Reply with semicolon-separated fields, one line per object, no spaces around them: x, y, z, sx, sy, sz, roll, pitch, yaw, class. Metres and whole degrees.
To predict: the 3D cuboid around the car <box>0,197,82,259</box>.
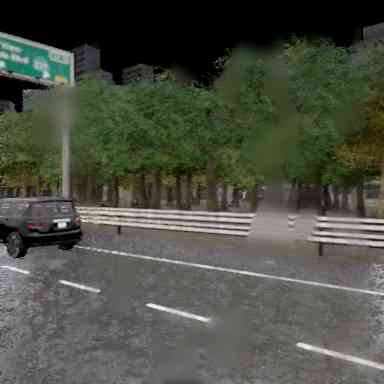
-6.605;1.225;12.880;5.566;2.045;2.150;0;0;36;car
